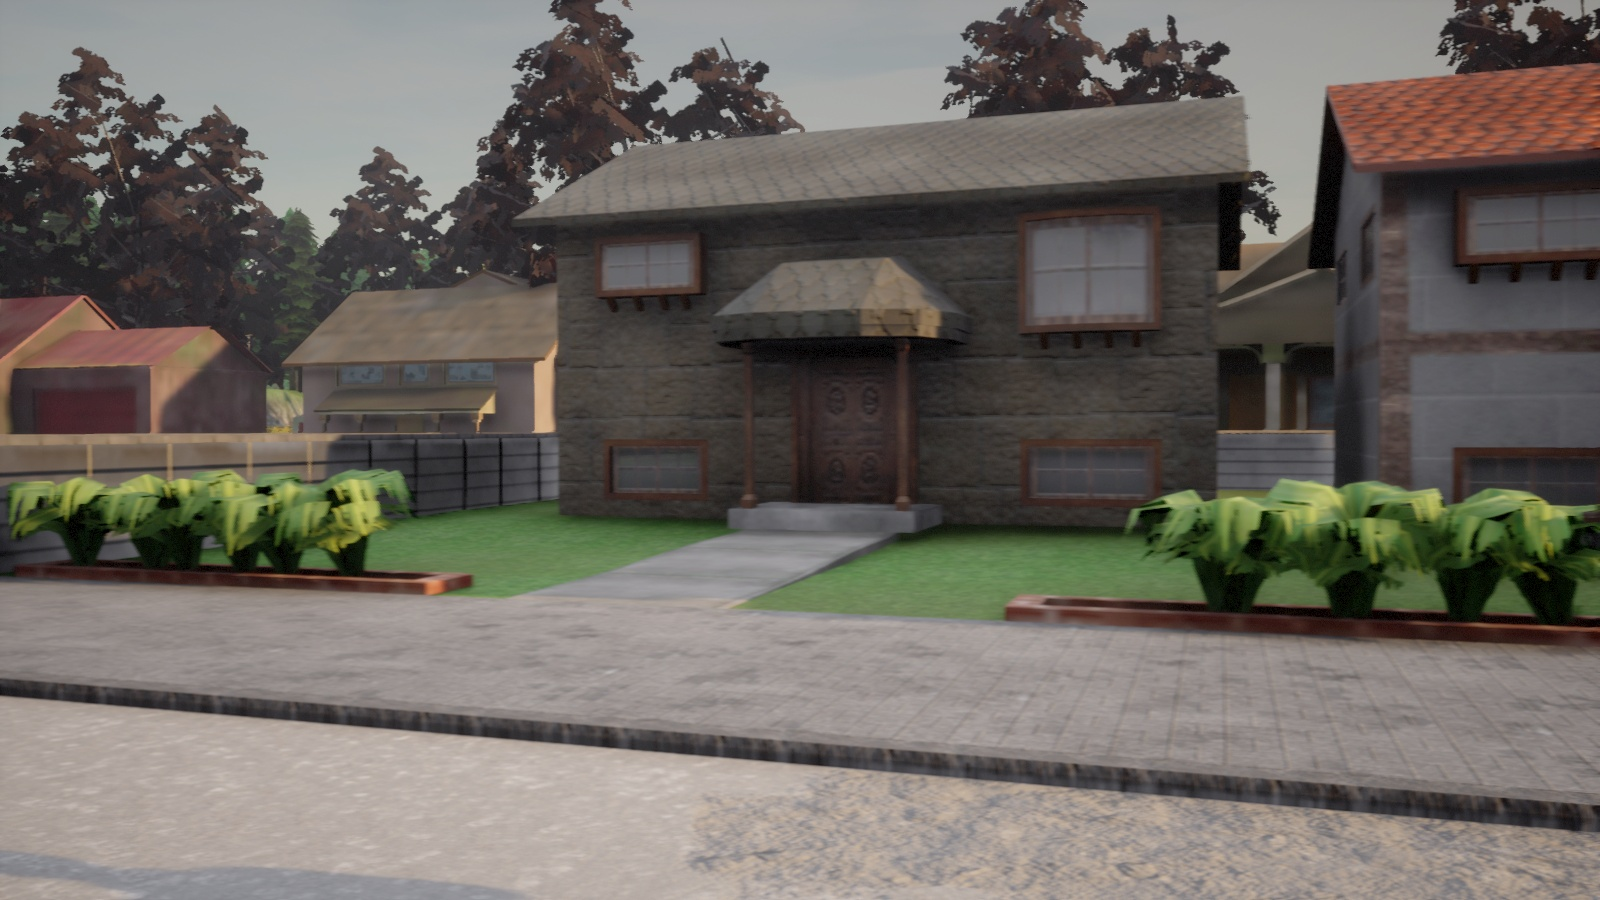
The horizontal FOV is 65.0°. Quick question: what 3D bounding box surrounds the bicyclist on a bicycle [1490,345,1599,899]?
[{"bbox_3d":[2.665,0.662,2.824,1.843,1.776,0.659,1,1,19],"label":"bicyclist on a bicycle"}]
